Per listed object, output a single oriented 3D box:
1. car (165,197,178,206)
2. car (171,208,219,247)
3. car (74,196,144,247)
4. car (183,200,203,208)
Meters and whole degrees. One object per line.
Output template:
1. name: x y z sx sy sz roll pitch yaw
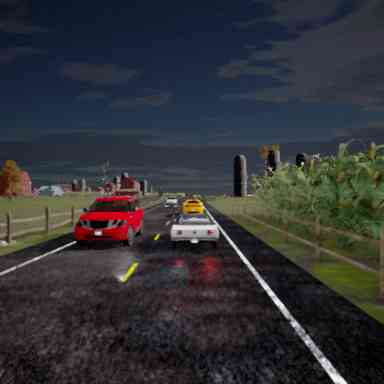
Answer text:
1. car: -3.529 1.596 57.853 1.812 1.442 4.674 0 0 1
2. car: 0.104 1.608 15.090 1.895 1.301 4.718 0 0 0
3. car: -3.596 1.228 15.527 2.150 2.045 5.566 0 0 0
4. car: 0.112 1.504 33.492 1.882 1.535 5.008 0 0 0
